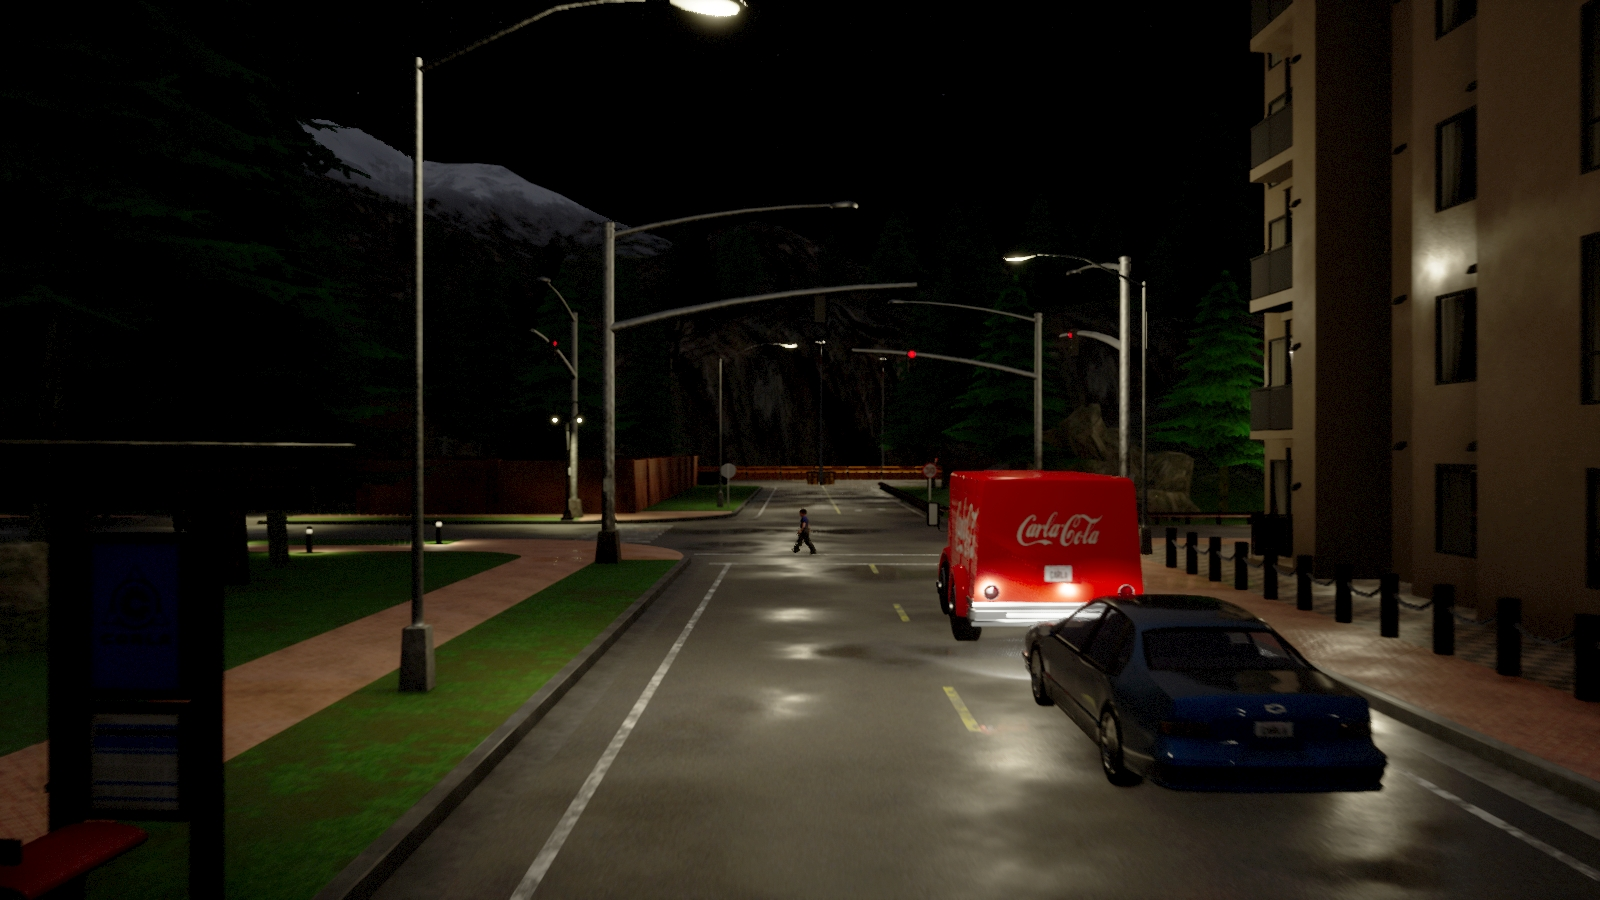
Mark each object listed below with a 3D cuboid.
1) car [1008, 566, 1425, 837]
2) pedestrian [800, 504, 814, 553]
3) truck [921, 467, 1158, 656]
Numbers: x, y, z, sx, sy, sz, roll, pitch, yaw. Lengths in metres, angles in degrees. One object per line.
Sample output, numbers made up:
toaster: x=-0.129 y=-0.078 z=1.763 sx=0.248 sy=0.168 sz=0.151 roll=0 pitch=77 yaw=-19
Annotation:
car: x=3.490 y=2.087 z=10.915 sx=2.033 sy=1.411 sz=5.357 roll=0 pitch=0 yaw=0
pedestrian: x=0.184 y=2.110 z=30.694 sx=0.375 sy=1.300 sz=0.375 roll=0 pitch=0 yaw=1
truck: x=3.503 y=1.549 z=18.007 sx=2.627 sy=2.467 sz=5.204 roll=0 pitch=0 yaw=0
